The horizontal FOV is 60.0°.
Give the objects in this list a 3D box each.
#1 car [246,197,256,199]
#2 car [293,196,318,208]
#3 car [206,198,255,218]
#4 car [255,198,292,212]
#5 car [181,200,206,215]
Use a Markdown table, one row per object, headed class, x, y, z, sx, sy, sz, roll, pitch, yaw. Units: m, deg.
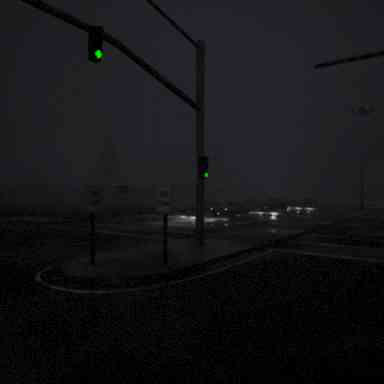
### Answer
| class | x | y | z | sx | sy | sz | roll | pitch | yaw |
| --- | --- | --- | --- | --- | --- | --- | --- | --- | --- |
| car | 7.232 | 1.409 | 41.042 | 2.128 | 1.511 | 4.902 | 0 | 0 | 36 |
| car | 16.803 | 1.436 | 48.217 | 1.837 | 1.490 | 4.892 | 0 | 1 | 36 |
| car | 3.542 | 1.534 | 30.052 | 1.895 | 1.301 | 4.718 | 0 | 0 | 36 |
| car | 9.446 | 1.438 | 38.148 | 1.837 | 1.490 | 4.892 | 0 | 0 | 36 |
| car | 1.204 | 1.464 | 32.782 | 2.033 | 1.411 | 5.357 | 0 | 0 | 36 |
